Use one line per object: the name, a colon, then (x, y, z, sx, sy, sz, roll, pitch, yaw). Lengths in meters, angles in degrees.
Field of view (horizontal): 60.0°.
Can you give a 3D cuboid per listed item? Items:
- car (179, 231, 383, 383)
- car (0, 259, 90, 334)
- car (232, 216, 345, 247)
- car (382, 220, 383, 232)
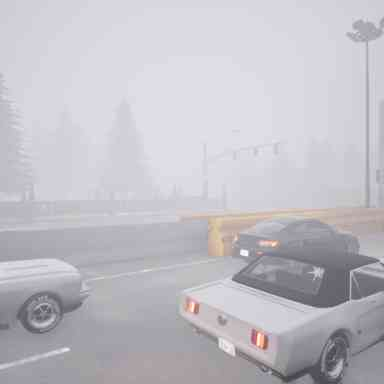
car: (2.237, 1.576, 5.323, 4.718, 1.301, 1.895, -1, 0, -35)
car: (-4.115, 1.601, 5.110, 4.718, 1.301, 1.895, 0, 0, -35)
car: (3.306, 1.473, 10.364, 4.674, 1.442, 1.812, -1, 0, -35)
car: (10.695, 1.406, 15.604, 4.674, 1.442, 1.812, -1, 0, -36)
